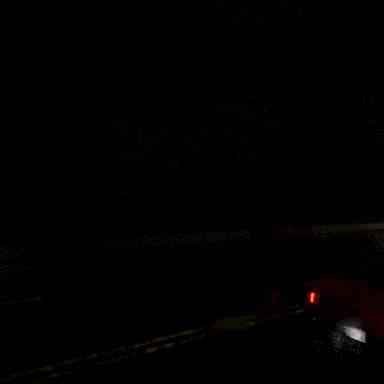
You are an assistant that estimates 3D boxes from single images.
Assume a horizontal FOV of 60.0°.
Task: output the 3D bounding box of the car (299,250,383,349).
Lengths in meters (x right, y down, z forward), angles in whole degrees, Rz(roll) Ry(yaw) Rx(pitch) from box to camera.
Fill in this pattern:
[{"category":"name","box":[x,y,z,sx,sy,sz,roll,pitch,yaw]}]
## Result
[{"category":"car","box":[4.129,1.628,5.570,4.718,1.301,1.895,0,0,-30]}]
